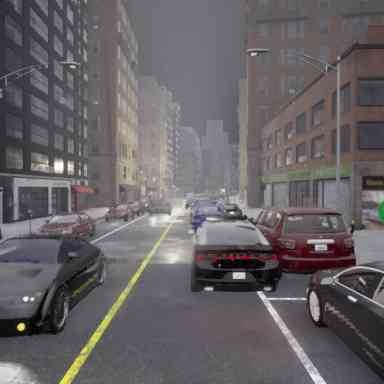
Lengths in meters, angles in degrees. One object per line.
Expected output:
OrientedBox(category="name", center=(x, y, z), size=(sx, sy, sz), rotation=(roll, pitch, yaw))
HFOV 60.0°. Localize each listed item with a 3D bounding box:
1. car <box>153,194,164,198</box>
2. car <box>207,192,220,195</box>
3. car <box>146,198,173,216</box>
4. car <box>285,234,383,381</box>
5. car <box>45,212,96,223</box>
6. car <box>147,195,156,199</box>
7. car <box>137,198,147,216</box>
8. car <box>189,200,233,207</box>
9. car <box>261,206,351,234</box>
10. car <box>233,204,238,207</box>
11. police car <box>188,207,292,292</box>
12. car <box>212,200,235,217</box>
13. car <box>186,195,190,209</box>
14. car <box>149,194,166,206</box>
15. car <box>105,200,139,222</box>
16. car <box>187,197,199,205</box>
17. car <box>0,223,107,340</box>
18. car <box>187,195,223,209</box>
OrientedBox(category="car", center=(-5.560, 1.287, 48.326), size=(2.192, 1.841, 5.009), rotation=(-1, 0, 0))
OrientedBox(category="car", center=(5.974, 1.452, 92.640), size=(1.947, 1.339, 4.313), rotation=(0, 0, 9))
OrientedBox(category="car", center=(-2.923, 1.552, 31.830), size=(1.994, 1.385, 4.181), rotation=(0, 0, 0))
OrientedBox(category="car", center=(2.861, 1.550, 4.262), size=(2.008, 1.369, 4.403), rotation=(-1, 0, 0))
OrientedBox(category="car", center=(-5.637, 1.579, 15.280), size=(1.802, 1.307, 4.206), rotation=(-1, 0, 0))
OrientedBox(category="car", center=(-5.585, 1.424, 37.310), size=(1.967, 1.590, 4.097), rotation=(-1, 0, 0))
OrientedBox(category="car", center=(-5.597, 1.570, 31.803), size=(1.802, 1.307, 4.206), rotation=(-1, 0, 0))
OrientedBox(category="car", center=(0.946, 1.473, 18.947), size=(1.882, 1.535, 5.008), rotation=(0, 0, 0))
OrientedBox(category="car", center=(2.872, 1.313, 9.768), size=(2.192, 1.841, 5.009), rotation=(-1, 0, 0))
OrientedBox(category="car", center=(2.914, 1.557, 26.287), size=(1.947, 1.339, 4.313), rotation=(-1, 0, 0))
OrientedBox(category="police car", center=(0.922, 1.423, 9.056), size=(1.930, 1.638, 5.238), rotation=(0, 0, 0))
OrientedBox(category="car", center=(2.928, 1.513, 31.963), size=(1.752, 1.417, 4.829), rotation=(-1, 0, 0))
OrientedBox(category="car", center=(0.136, 1.540, 44.864), size=(1.994, 1.385, 4.181), rotation=(0, 0, 0))
OrientedBox(category="car", center=(-5.546, 1.281, 53.834), size=(2.192, 1.841, 5.009), rotation=(-1, 0, 0))
OrientedBox(category="car", center=(-5.611, 1.574, 26.295), size=(1.802, 1.307, 4.206), rotation=(-1, 0, 0))
OrientedBox(category="car", center=(0.140, 1.563, 57.022), size=(1.895, 1.301, 4.718), rotation=(0, 0, 0))
OrientedBox(category="car", center=(-3.085, 1.563, 6.608), size=(1.994, 1.385, 4.181), rotation=(0, 0, 0))
OrientedBox(category="car", center=(0.900, 1.344, 24.917), size=(2.097, 1.767, 4.553), rotation=(0, 0, 0))
